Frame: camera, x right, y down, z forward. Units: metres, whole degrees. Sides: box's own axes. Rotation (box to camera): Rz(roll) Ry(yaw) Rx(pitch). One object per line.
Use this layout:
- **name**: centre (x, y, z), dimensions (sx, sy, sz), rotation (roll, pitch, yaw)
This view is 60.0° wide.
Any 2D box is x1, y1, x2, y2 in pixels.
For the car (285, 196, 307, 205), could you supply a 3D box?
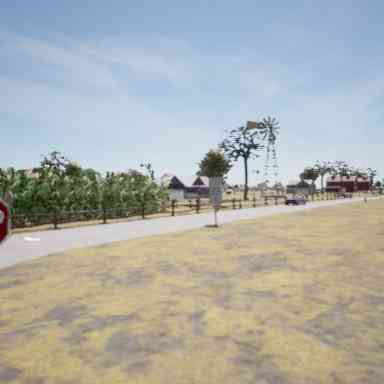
- **car**: centre (15.295, 1.267, 48.900), dimensions (1.895, 1.301, 4.718), rotation (-1, 0, 35)
